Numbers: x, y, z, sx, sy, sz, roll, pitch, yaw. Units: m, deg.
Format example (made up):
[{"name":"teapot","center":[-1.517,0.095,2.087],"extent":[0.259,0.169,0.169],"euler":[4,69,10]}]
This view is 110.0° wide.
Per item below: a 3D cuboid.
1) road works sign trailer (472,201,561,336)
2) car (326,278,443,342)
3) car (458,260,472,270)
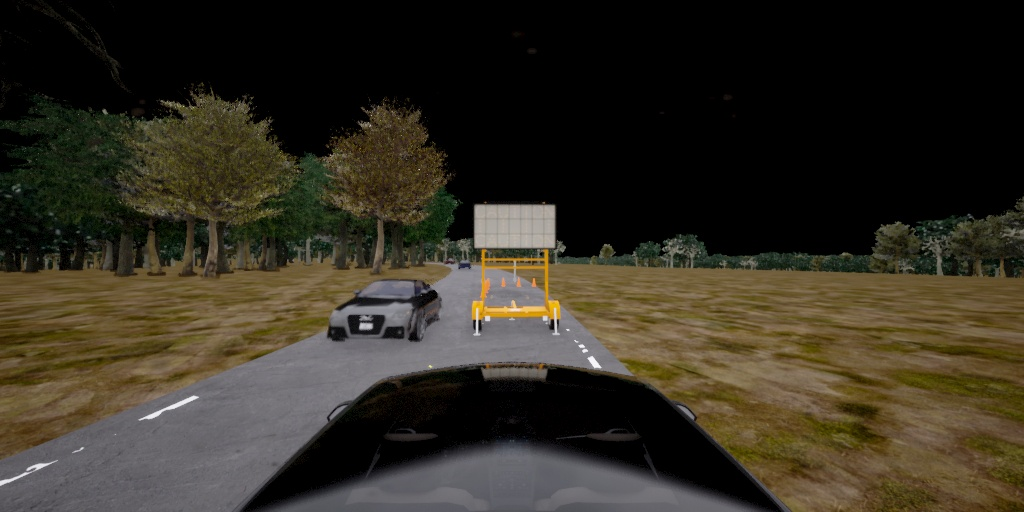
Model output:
[{"name":"road works sign trailer","center":[0.079,0.214,10.447],"extent":[2.380,3.560,2.880],"euler":[0,0,-2]},{"name":"car","center":[-3.128,1.310,9.637],"extent":[1.994,1.385,4.181],"euler":[0,0,0]},{"name":"car","center":[-6.925,1.306,52.575],"extent":[2.033,1.411,5.357],"euler":[0,0,-10]}]
